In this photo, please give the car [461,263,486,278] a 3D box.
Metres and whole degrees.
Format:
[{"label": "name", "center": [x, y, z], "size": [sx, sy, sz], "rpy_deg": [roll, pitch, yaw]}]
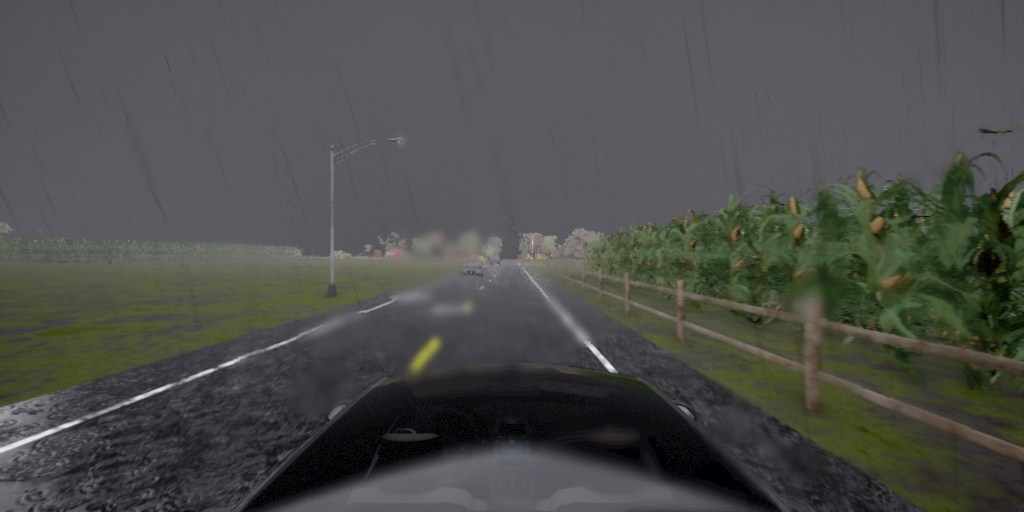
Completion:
[{"label": "car", "center": [-3.591, 1.324, 33.956], "size": [1.994, 1.385, 4.181], "rpy_deg": [0, 0, 0]}]
